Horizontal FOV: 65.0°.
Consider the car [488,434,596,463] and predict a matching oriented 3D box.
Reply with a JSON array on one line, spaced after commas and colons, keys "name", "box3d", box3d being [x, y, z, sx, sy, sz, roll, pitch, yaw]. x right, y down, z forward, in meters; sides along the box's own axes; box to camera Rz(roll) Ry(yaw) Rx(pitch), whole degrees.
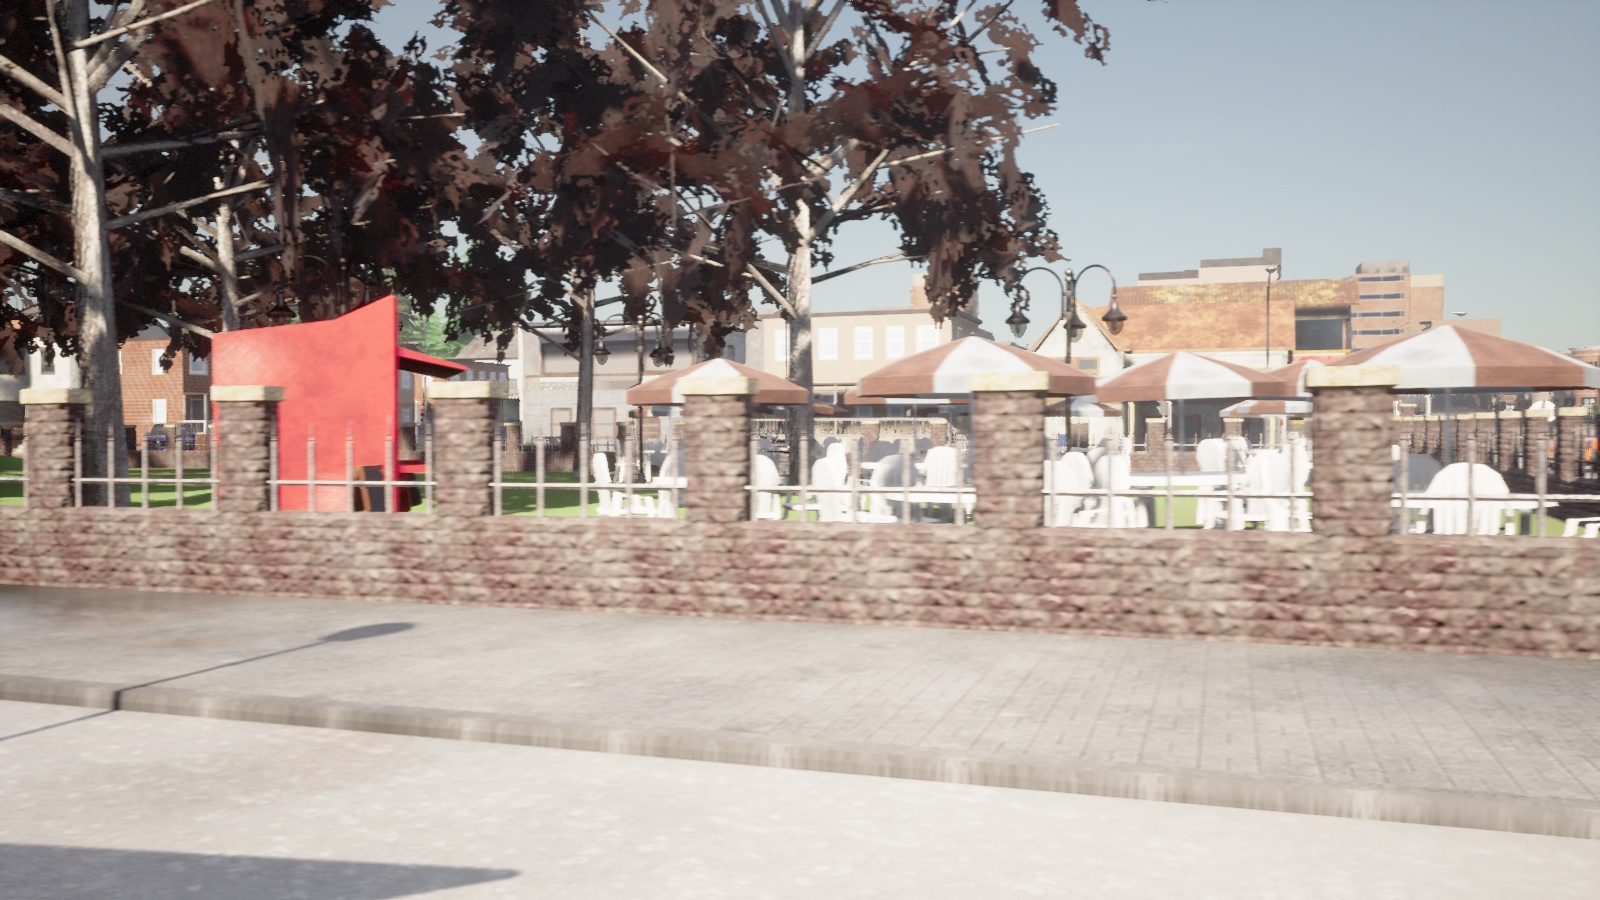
[{"name": "car", "box3d": [-12.288, -0.078, 59.845, 4.718, 1.301, 1.895, 1, 1, 19]}]

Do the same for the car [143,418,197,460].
[{"name": "car", "box3d": [-32.247, -0.608, 64.419, 2.150, 2.045, 5.566, -1, 1, -24]}]

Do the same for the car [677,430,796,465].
[{"name": "car", "box3d": [-2.853, -0.135, 56.654, 4.902, 1.511, 2.128, 1, 1, 19]}]

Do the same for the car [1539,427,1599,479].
[{"name": "car", "box3d": [28.890, 0.080, 44.552, 4.553, 1.767, 2.097, 0, 1, -18]}]

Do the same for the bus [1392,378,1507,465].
[{"name": "bus", "box3d": [34.359, -1.492, 66.888, 3.944, 4.253, 10.273, 1, 1, 19]}]
